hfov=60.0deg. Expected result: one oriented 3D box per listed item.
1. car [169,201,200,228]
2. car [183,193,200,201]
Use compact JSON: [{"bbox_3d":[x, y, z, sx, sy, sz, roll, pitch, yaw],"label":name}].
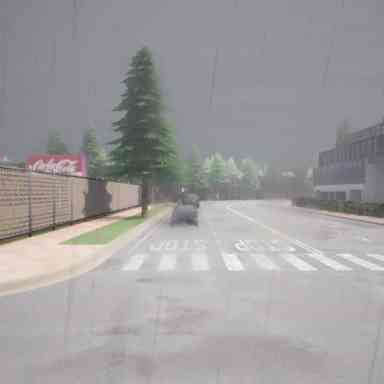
[{"bbox_3d":[-0.457,1.553,22.749,2.033,1.411,5.357,0,0,1],"label":"car"},{"bbox_3d":[-0.083,1.207,48.691,2.150,2.045,5.566,0,0,2],"label":"car"}]
